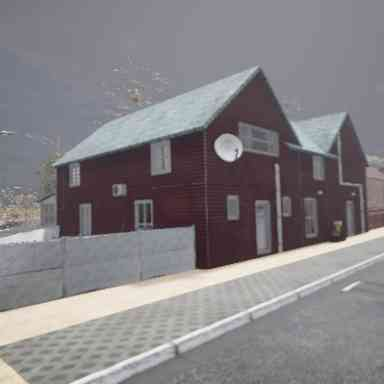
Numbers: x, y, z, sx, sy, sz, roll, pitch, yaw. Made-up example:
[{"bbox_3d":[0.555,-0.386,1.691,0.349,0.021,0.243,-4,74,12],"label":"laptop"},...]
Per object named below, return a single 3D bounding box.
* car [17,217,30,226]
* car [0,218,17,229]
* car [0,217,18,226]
[{"bbox_3d":[-30.779,5.349,60.408,1.812,1.442,4.674,-1,-3,-13],"label":"car"},{"bbox_3d":[-28.634,4.825,50.542,1.812,1.442,4.674,-1,-3,-12],"label":"car"},{"bbox_3d":[-34.530,5.560,62.396,2.033,1.411,5.357,-1,-3,-12],"label":"car"}]
